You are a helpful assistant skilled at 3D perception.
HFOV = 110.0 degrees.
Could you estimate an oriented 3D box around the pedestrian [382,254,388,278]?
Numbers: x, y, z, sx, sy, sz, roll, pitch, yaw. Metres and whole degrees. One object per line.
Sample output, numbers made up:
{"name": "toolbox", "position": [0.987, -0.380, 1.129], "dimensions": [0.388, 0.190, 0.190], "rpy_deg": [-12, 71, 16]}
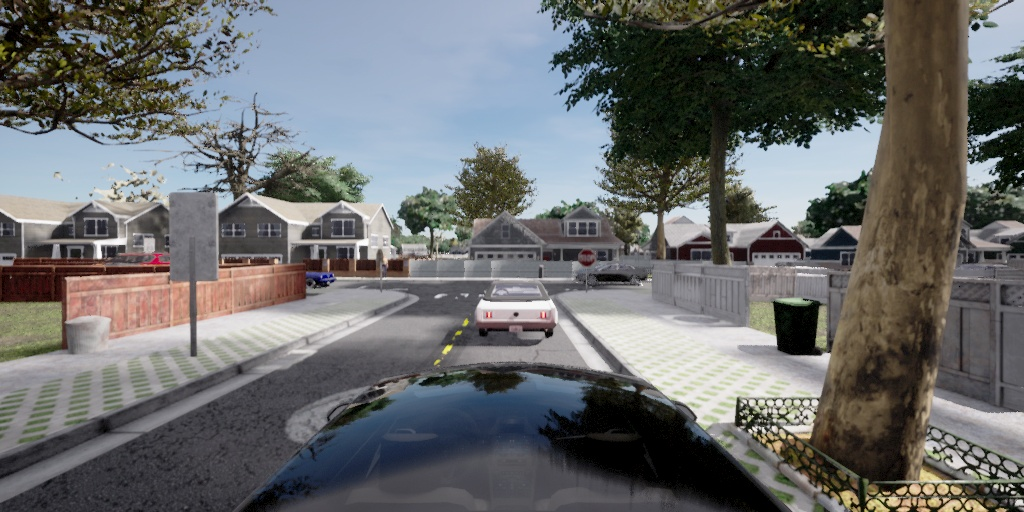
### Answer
{"name": "pedestrian", "position": [-9.767, 0.775, 27.450], "dimensions": [0.375, 1.860, 0.375], "rpy_deg": [0, 0, -1]}

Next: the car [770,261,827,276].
{"name": "car", "position": [19.067, 1.134, 24.833], "dimensions": [4.553, 1.767, 2.097], "rpy_deg": [0, 1, -1]}

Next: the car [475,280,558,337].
{"name": "car", "position": [0.123, 1.338, 10.220], "dimensions": [1.895, 1.301, 4.718], "rpy_deg": [0, 0, 1]}

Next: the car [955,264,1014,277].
{"name": "car", "position": [32.471, 1.324, 24.961], "dimensions": [4.902, 1.511, 2.128], "rpy_deg": [0, 1, 0]}

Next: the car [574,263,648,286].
{"name": "car", "position": [6.778, 1.226, 24.715], "dimensions": [4.902, 1.511, 2.128], "rpy_deg": [0, 1, -1]}

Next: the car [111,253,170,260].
{"name": "car", "position": [-25.499, 0.825, 24.393], "dimensions": [5.566, 2.045, 2.150], "rpy_deg": [0, 1, -1]}

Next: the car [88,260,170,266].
{"name": "car", "position": [-23.089, 1.173, 21.460], "dimensions": [4.674, 1.442, 1.812], "rpy_deg": [0, 1, 0]}

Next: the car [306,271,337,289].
{"name": "car", "position": [-13.242, 1.287, 21.560], "dimensions": [4.718, 1.301, 1.895], "rpy_deg": [0, 1, -1]}
